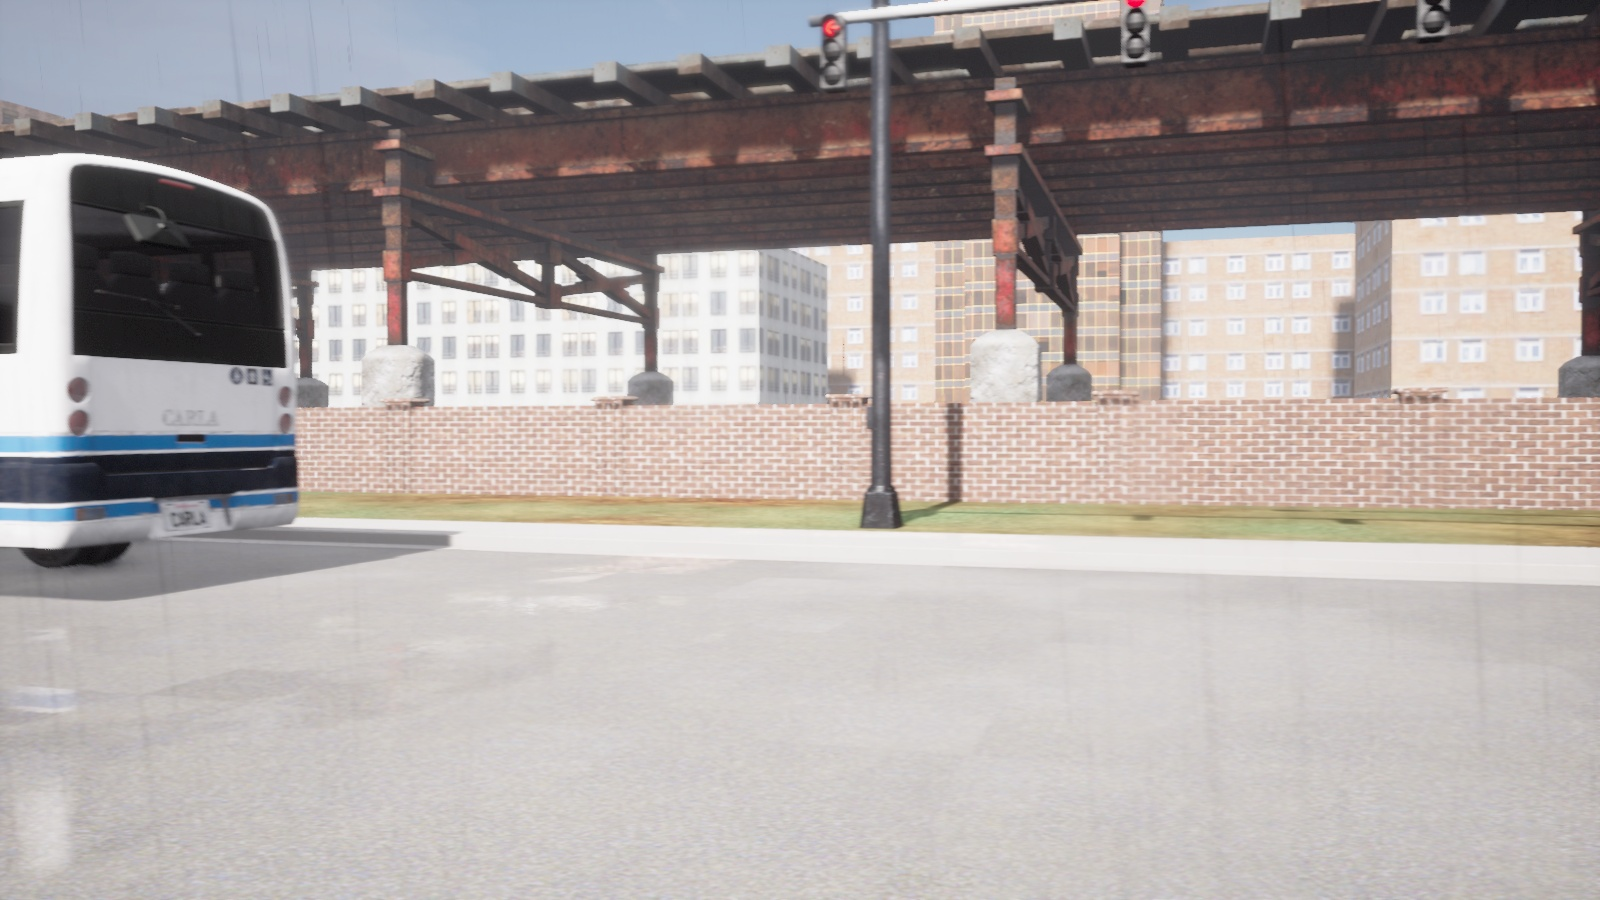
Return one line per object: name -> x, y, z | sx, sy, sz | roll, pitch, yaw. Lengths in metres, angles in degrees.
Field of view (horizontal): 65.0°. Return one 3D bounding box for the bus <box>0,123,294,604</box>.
bus -> -11.401, -0.835, 14.380 | 10.273, 4.253, 3.944 | 1, 1, 18
